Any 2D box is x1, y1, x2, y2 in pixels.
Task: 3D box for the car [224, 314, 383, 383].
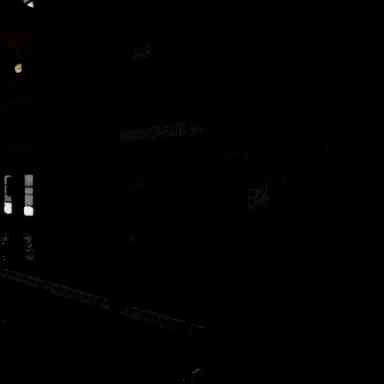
[{"bbox_3d":[2.398,1.326,1.164,5.009,1.841,2.192,1,0,36],"label":"car"}]
